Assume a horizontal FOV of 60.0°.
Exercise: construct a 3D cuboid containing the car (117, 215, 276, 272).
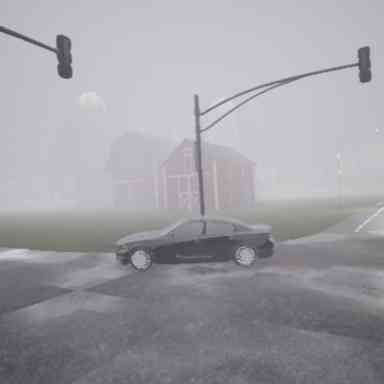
[{"bbox_3d":[0.109,1.530,10.694,5.008,1.535,1.882,-2,1,0],"label":"car"}]
